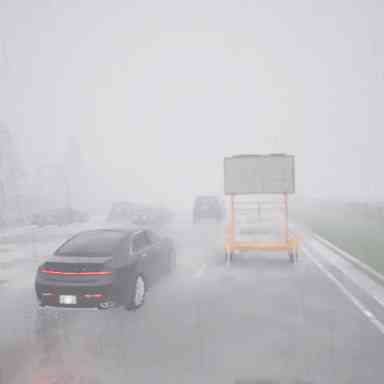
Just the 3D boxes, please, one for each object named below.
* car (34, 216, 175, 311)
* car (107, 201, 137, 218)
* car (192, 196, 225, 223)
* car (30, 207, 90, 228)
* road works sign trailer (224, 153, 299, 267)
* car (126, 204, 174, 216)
[{"bbox_3d":[-1.694,1.567,8.000,1.837,1.490,4.892,-1,0,9],"label":"car"},{"bbox_3d":[-5.425,1.560,28.247,2.097,1.767,4.553,-1,0,9],"label":"car"},{"bbox_3d":[1.421,1.320,26.749,2.150,2.045,5.566,-1,0,9],"label":"car"},{"bbox_3d":[-9.578,1.802,24.578,2.033,1.411,5.357,-1,0,9],"label":"car"},{"bbox_3d":[2.334,0.481,11.594,2.380,3.560,2.880,-1,0,9],"label":"road works sign trailer"},{"bbox_3d":[-2.631,1.693,23.698,2.033,1.411,5.357,-1,0,9],"label":"car"}]
